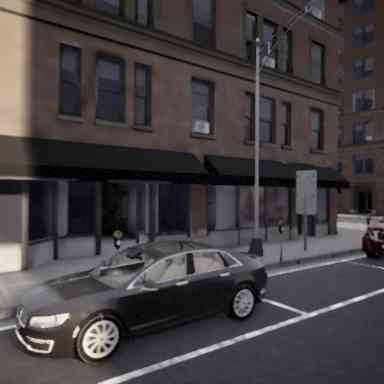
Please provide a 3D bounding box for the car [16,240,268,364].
[{"bbox_3d":[-0.571,1.578,5.782,4.403,1.369,2.008,1,0,-36],"label":"car"}]

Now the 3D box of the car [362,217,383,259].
[{"bbox_3d":[8.243,1.449,12.070,5.009,1.841,2.192,1,0,-36],"label":"car"}]
